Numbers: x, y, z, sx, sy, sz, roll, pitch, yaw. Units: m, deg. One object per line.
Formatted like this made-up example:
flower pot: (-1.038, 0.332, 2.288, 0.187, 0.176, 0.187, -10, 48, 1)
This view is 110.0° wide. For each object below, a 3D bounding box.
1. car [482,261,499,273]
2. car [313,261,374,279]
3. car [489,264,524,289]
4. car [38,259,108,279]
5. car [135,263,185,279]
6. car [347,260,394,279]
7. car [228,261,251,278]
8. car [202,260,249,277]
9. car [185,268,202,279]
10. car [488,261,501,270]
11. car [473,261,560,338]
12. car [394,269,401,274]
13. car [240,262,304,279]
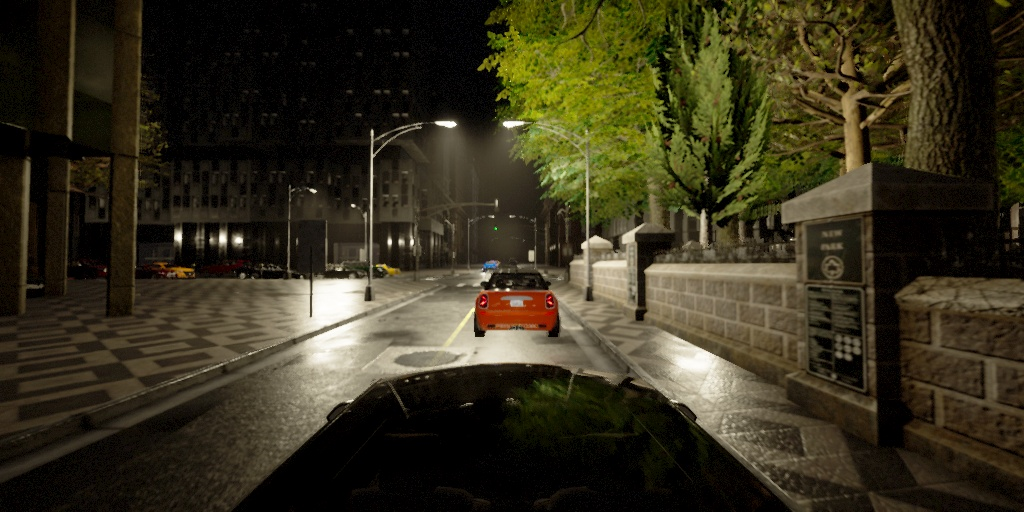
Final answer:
car: (-2.971, 1.496, 50.714, 1.882, 1.535, 5.008, 0, 0, 2)
car: (-14.569, 1.373, 30.490, 4.403, 1.370, 2.007, 0, 0, 0)
car: (-0.502, 1.365, 25.525, 1.837, 1.490, 4.892, 1, 0, -9)
car: (-36.620, 1.166, 30.667, 5.009, 1.841, 2.192, 0, 0, 0)
car: (-31.108, 1.425, 30.623, 4.207, 1.307, 1.802, 0, 0, 0)
car: (-13.805, 1.241, 33.167, 4.553, 1.767, 2.097, 0, -1, 0)
car: (-22.889, 1.405, 33.238, 4.892, 1.490, 1.837, 0, -1, 0)
car: (-31.047, 1.374, 39.145, 5.009, 1.841, 2.192, 0, 0, 0)
car: (-32.394, 1.391, 33.323, 5.008, 1.535, 1.882, 0, -1, 0)
car: (-2.934, 1.559, 60.162, 1.882, 1.535, 5.008, 0, 0, 1)
car: (0.116, 1.140, 10.514, 2.097, 1.767, 4.553, 0, 0, 0)
car: (-14.680, 1.563, 39.014, 4.829, 1.417, 1.751, 0, 0, 0)
car: (-20.082, 1.395, 30.534, 4.313, 1.339, 1.948, 0, 0, 0)
